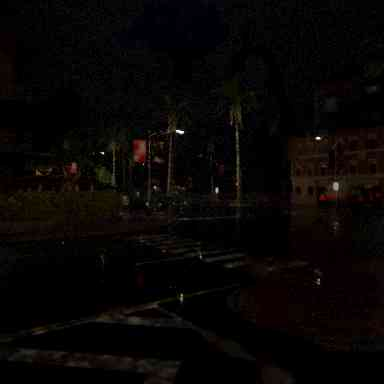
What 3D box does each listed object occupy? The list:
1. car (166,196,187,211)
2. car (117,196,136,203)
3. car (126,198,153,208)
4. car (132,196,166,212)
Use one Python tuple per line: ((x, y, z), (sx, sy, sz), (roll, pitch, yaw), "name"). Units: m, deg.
((-2.544, 1.344, 41.047), (2.097, 1.767, 4.553), (0, 0, -35), "car")
((-13.660, 1.511, 68.841), (1.812, 1.442, 4.674), (0, 0, -39), "car")
((-7.709, 1.593, 48.408), (1.895, 1.301, 4.718), (0, 0, -35), "car")
((-5.379, 1.345, 38.988), (2.097, 1.767, 4.553), (0, 0, -35), "car")
